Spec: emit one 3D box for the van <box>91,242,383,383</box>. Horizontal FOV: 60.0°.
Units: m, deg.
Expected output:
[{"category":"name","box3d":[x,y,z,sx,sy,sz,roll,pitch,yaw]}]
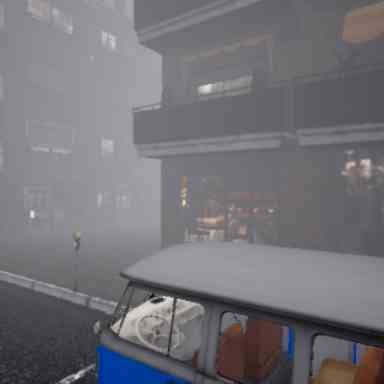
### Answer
[{"category":"van","box3d":[1.081,1.341,2.087,3.998,1.788,1.690,0,1,35]}]
